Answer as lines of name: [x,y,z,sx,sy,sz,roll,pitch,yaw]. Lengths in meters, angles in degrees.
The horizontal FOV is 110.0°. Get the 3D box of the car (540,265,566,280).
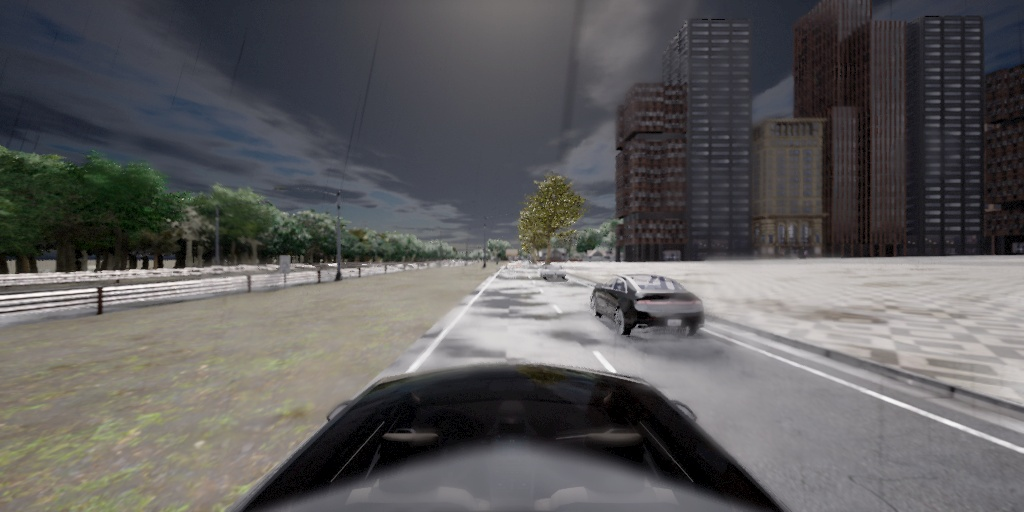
car: [3.599,1.421,32.125,1.895,1.301,4.718,0,0,0]

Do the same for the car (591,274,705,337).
car: [3.593,1.262,10.348,2.128,1.511,4.902,0,0,0]

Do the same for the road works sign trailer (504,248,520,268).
road works sign trailer: [0.000,0.371,64.375,2.380,3.560,2.880,0,0,0]
